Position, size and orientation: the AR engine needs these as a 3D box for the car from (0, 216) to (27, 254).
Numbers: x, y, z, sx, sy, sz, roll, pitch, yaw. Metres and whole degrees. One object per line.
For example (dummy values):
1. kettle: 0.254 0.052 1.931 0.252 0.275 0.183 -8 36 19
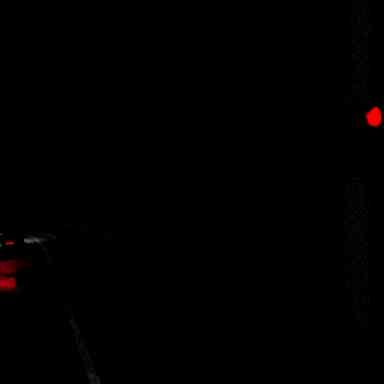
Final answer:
1. car: -8.568 1.838 14.835 1.837 1.490 4.892 3 -3 -28
